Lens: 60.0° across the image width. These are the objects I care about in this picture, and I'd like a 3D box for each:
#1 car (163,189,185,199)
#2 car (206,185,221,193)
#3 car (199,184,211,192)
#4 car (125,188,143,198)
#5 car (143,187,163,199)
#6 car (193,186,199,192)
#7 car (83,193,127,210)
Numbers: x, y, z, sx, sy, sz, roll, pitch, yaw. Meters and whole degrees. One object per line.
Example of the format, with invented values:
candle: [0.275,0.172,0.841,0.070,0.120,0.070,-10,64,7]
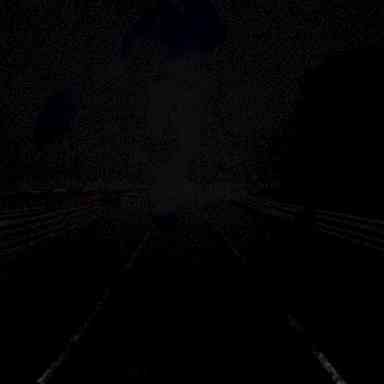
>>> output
car: [-2.588,0.267,54.315,1.882,1.535,5.008,0,2,17]
car: [5.484,-0.466,80.999,1.994,1.385,4.181,0,2,17]
car: [4.463,-1.033,89.706,2.150,2.045,5.566,0,2,17]
car: [-9.282,0.379,56.360,1.895,1.301,4.718,0,2,17]
car: [-5.940,0.348,55.319,1.994,1.385,4.181,0,2,17]
car: [1.686,-0.796,92.617,2.128,1.511,4.902,0,2,17]
car: [-8.879,0.900,33.516,1.882,1.535,5.008,0,2,17]
